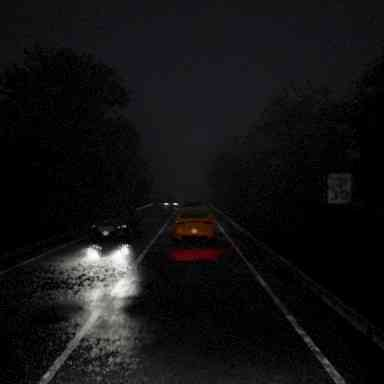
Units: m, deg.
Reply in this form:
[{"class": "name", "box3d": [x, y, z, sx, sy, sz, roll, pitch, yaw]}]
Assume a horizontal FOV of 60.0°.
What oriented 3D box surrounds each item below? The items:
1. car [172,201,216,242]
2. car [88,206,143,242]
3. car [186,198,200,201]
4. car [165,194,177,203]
[{"class": "car", "box3d": [0.098, 1.439, 16.146, 1.882, 1.535, 5.008, 0, 0, 0]}, {"class": "car", "box3d": [-3.602, 1.452, 16.324, 2.128, 1.511, 4.902, 0, 0, 0]}, {"class": "car", "box3d": [0.096, 1.327, 35.084, 1.882, 1.535, 5.008, 0, 0, 0]}, {"class": "car", "box3d": [-3.564, 1.169, 57.401, 1.837, 1.490, 4.892, 0, 0, 0]}]
